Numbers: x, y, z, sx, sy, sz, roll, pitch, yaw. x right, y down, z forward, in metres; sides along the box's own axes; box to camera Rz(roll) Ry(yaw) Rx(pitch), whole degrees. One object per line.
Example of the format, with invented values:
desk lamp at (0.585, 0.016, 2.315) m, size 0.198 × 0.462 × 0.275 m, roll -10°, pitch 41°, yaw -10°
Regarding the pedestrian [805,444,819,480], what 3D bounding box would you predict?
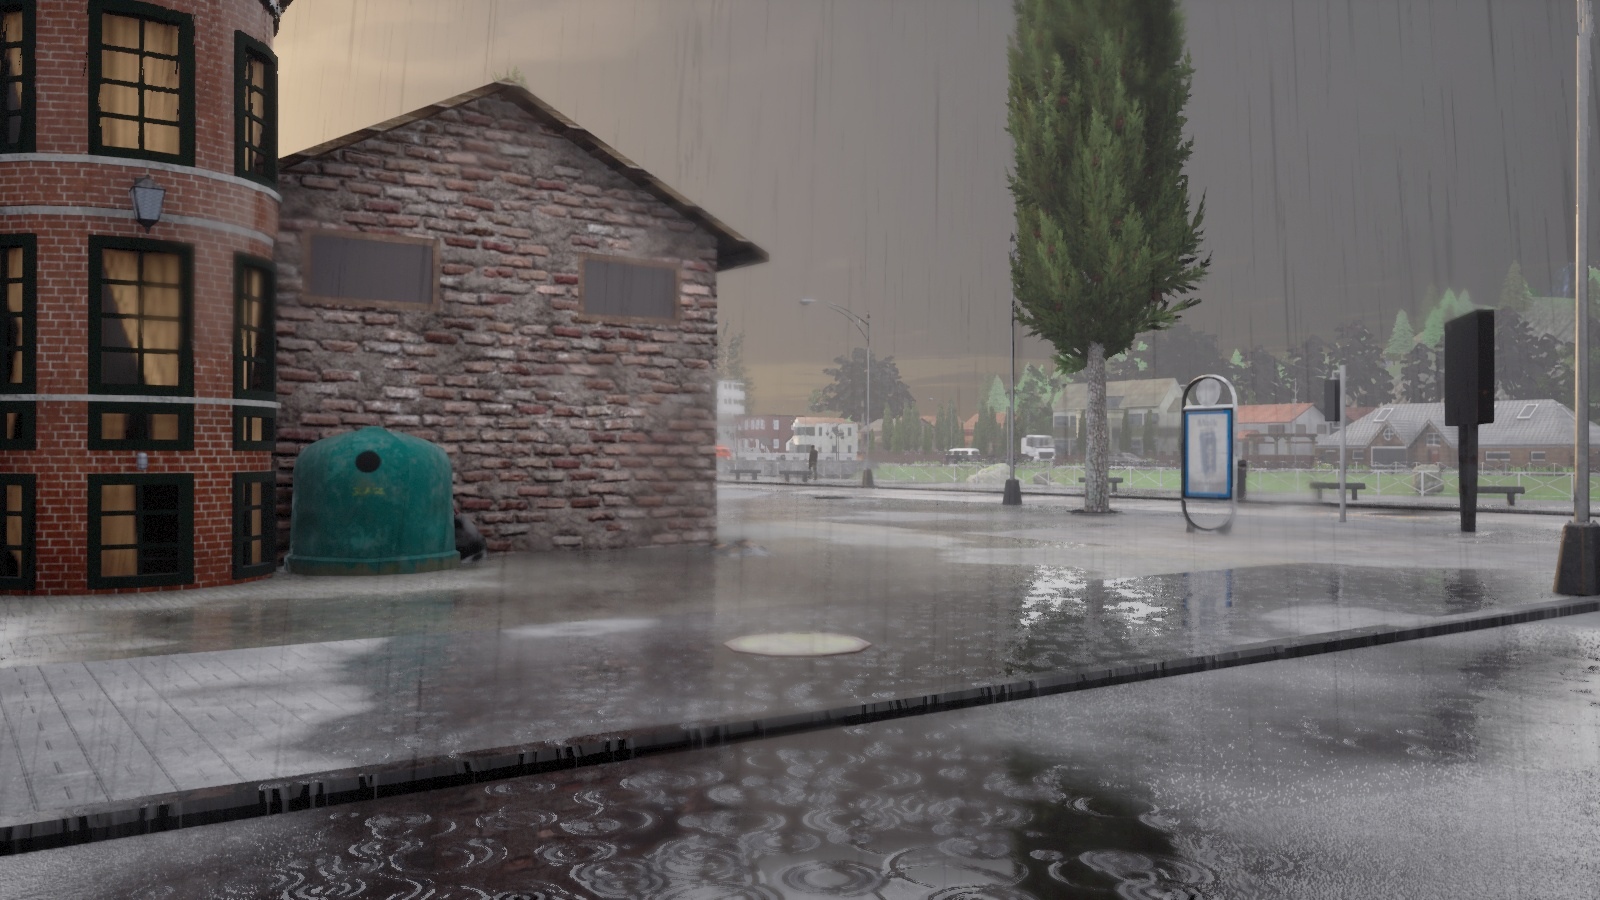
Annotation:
pedestrian at (0.611, 0.607, 63.647) m, size 0.431 × 1.840 × 0.703 m, roll 0°, pitch 0°, yaw -30°
